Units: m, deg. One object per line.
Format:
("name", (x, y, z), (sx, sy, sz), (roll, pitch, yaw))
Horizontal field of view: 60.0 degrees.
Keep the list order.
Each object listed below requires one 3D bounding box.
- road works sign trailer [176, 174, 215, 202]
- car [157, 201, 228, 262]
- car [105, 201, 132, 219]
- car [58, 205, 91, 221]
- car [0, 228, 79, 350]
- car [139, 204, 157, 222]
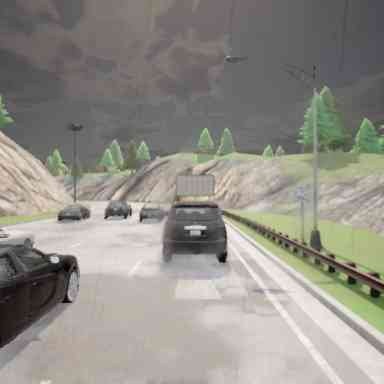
("road works sign trailer", (0.202, 0.667, 20.496), (2.380, 3.560, 2.880), (0, -1, 0))
("car", (0.095, 1.352, 12.858), (2.150, 2.045, 5.566), (0, 0, 0))
("car", (-7.200, 1.677, 33.004), (2.097, 1.767, 4.553), (0, -1, -3))
("car", (-10.554, 1.862, 30.118), (1.994, 1.385, 4.181), (0, -1, -2))
("car", (-3.401, 1.531, 5.323), (1.882, 1.535, 5.008), (0, -1, 0))
("car", (-3.527, 1.783, 29.461), (2.128, 1.511, 4.902), (0, -1, -2))
